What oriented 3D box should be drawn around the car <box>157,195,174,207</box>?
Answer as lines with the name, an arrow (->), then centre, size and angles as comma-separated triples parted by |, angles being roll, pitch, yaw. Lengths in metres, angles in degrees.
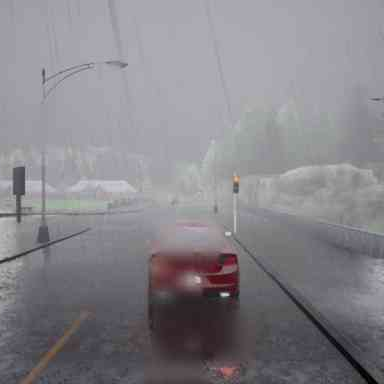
car -> -4.132, 1.526, 50.822 | 1.812, 1.442, 4.674 | 0, 0, 0

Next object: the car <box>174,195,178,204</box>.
car -> -4.125, 1.526, 60.740 | 1.812, 1.442, 4.674 | 0, 0, 1

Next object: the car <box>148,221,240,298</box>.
car -> 0.053, 1.478, 8.591 | 1.882, 1.535, 5.008 | 0, 0, 0

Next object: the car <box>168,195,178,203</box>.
car -> -4.052, 1.500, 70.905 | 1.837, 1.490, 4.892 | 0, 0, 0
